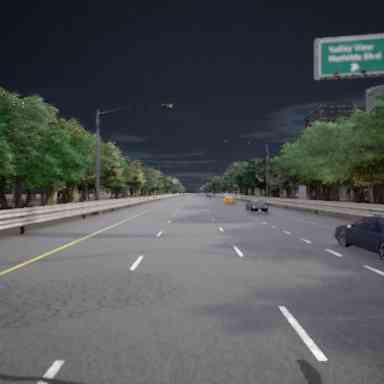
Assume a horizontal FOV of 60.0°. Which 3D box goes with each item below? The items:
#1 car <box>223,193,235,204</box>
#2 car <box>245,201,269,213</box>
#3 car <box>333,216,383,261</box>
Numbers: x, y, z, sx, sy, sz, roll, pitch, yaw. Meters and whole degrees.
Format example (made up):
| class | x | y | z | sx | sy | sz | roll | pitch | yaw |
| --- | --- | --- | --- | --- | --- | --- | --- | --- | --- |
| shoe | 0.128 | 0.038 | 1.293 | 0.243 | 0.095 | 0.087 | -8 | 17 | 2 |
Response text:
| class | x | y | z | sx | sy | sz | roll | pitch | yaw |
| --- | --- | --- | --- | --- | --- | --- | --- | --- | --- |
| car | 7.029 | 1.485 | 63.135 | 1.882 | 1.535 | 5.008 | 0 | 0 | 0 |
| car | 7.016 | 1.602 | 36.610 | 1.895 | 1.301 | 4.718 | 0 | 0 | 0 |
| car | 7.003 | 1.548 | 11.850 | 2.033 | 1.411 | 5.357 | 0 | 0 | 0 |
